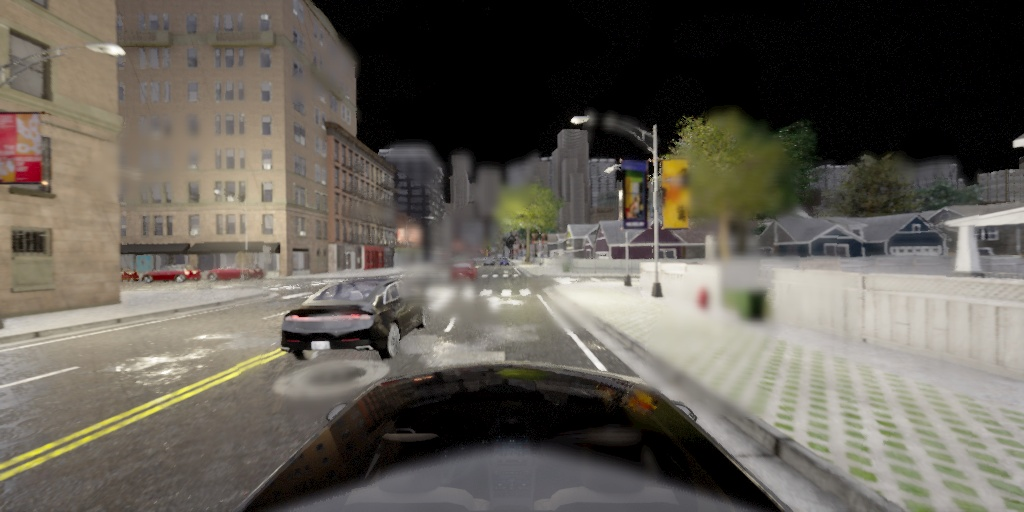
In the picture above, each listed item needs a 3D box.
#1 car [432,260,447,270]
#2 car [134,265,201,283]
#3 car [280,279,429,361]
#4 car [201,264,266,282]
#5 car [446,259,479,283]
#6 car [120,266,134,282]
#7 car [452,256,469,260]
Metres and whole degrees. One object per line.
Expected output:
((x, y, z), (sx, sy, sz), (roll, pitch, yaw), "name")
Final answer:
((-10.943, 1.397, 55.705), (2.033, 1.411, 5.357), (-1, 0, -1), "car")
((-29.641, 1.518, 31.283), (4.097, 1.591, 1.967), (0, 0, -2), "car")
((-3.254, 1.277, 8.413), (2.128, 1.511, 4.902), (-1, 0, -1), "car")
((-24.140, 1.451, 31.426), (4.097, 1.591, 1.967), (0, 0, -2), "car")
((-3.699, 1.253, 28.621), (1.882, 1.535, 5.008), (-1, 0, -1), "car")
((-35.143, 1.585, 31.140), (4.097, 1.591, 1.967), (0, 0, -2), "car")
((-7.703, 1.031, 55.713), (2.150, 2.045, 5.566), (-1, 0, -1), "car")
